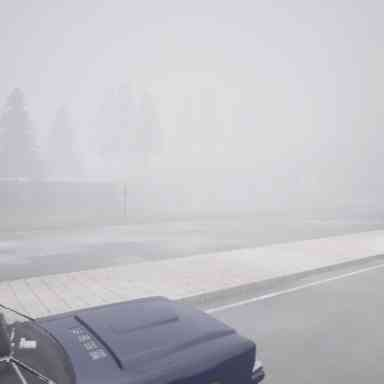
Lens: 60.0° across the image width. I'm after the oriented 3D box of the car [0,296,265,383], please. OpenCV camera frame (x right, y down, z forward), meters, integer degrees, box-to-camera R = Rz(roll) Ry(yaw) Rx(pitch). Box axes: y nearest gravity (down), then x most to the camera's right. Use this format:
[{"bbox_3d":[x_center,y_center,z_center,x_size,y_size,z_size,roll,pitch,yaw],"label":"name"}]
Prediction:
[{"bbox_3d":[-1.647,1.601,2.579,4.718,1.301,1.895,0,0,-35],"label":"car"}]
